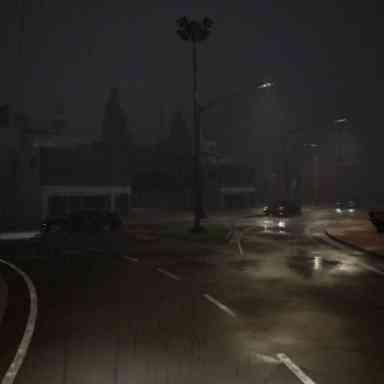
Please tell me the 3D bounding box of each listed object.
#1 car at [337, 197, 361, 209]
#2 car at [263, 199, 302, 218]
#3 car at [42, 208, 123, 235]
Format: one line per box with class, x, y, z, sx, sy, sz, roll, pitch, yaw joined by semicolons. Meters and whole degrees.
car;21.885;1.448;46.443;2.097;1.767;4.553;-1;-1;42
car;8.712;1.498;31.840;2.097;1.767;4.553;-1;-1;42
car;-6.870;1.820;21.096;4.892;1.490;1.837;-1;1;-11
